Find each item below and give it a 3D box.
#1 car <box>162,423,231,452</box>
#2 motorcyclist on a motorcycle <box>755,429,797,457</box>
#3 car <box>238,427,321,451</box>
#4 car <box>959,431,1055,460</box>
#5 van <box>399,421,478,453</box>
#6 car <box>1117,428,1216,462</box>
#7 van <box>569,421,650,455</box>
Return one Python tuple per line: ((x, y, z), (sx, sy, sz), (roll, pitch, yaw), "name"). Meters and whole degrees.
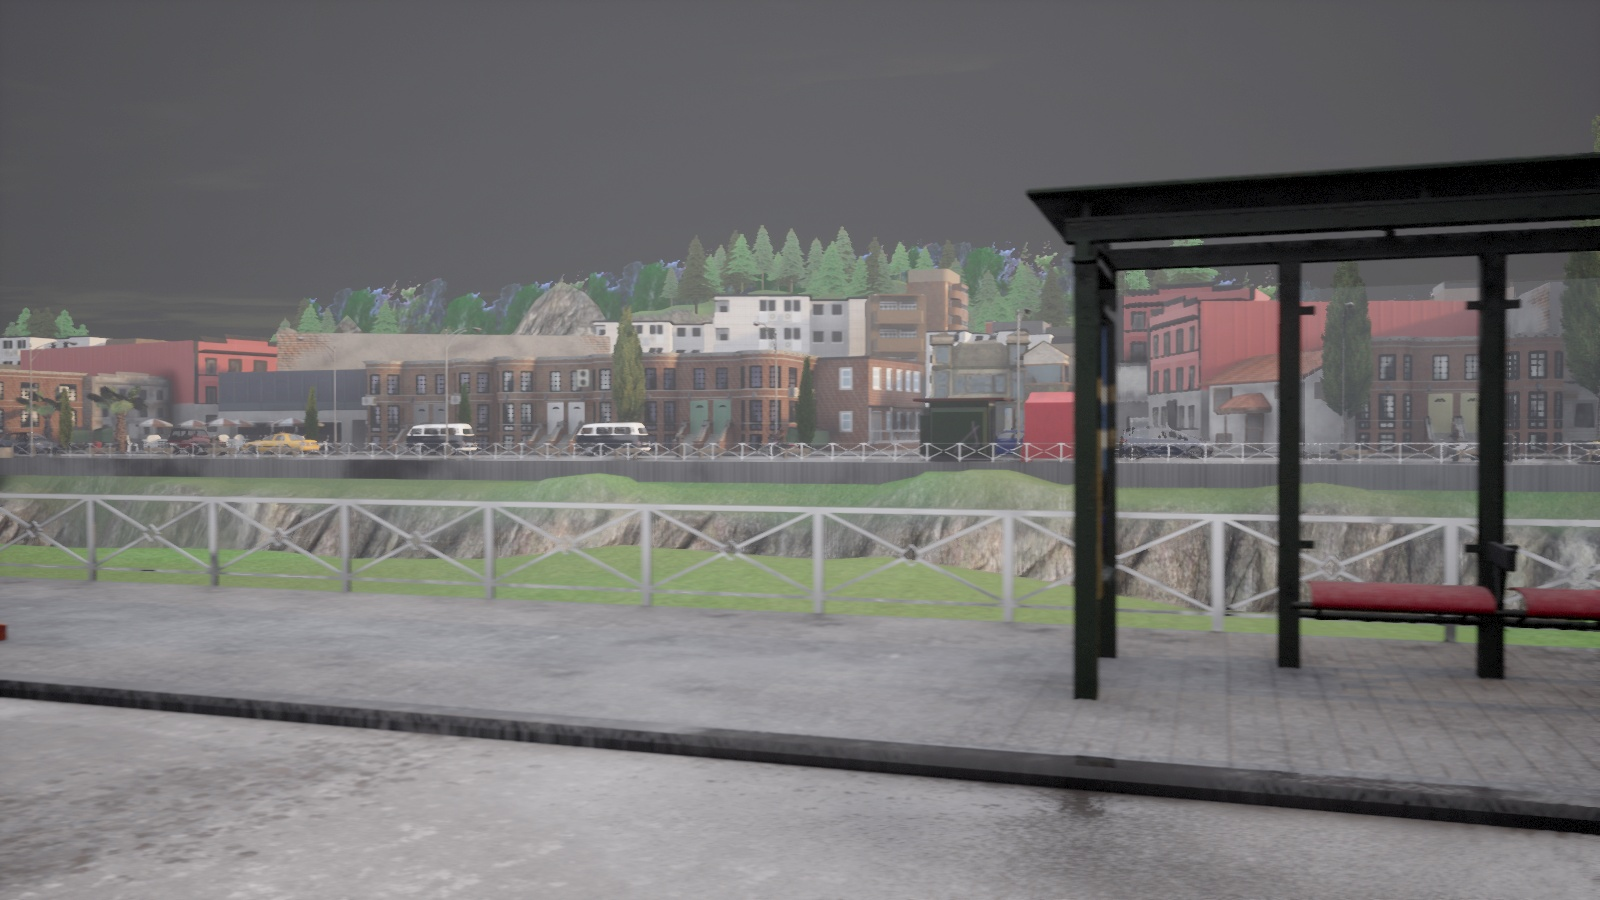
((-39.433, -0.840, 82.066), (3.866, 1.878, 1.905), (1, 1, 19), "car")
((-1.421, -0.406, 73.510), (2.350, 1.649, 0.766), (0, 1, 19), "motorcyclist on a motorcycle")
((-35.178, -0.726, 84.856), (5.366, 1.575, 1.801), (1, 1, 19), "car")
((11.412, -0.261, 69.197), (5.008, 1.535, 1.882), (1, 1, 19), "car")
((-23.280, -0.832, 80.854), (4.480, 2.038, 2.069), (1, 1, 19), "van")
((18.308, -0.264, 62.659), (4.611, 1.667, 2.242), (1, 1, 19), "car")
((-11.655, -0.726, 76.946), (4.480, 2.038, 2.069), (1, 1, 19), "van")
